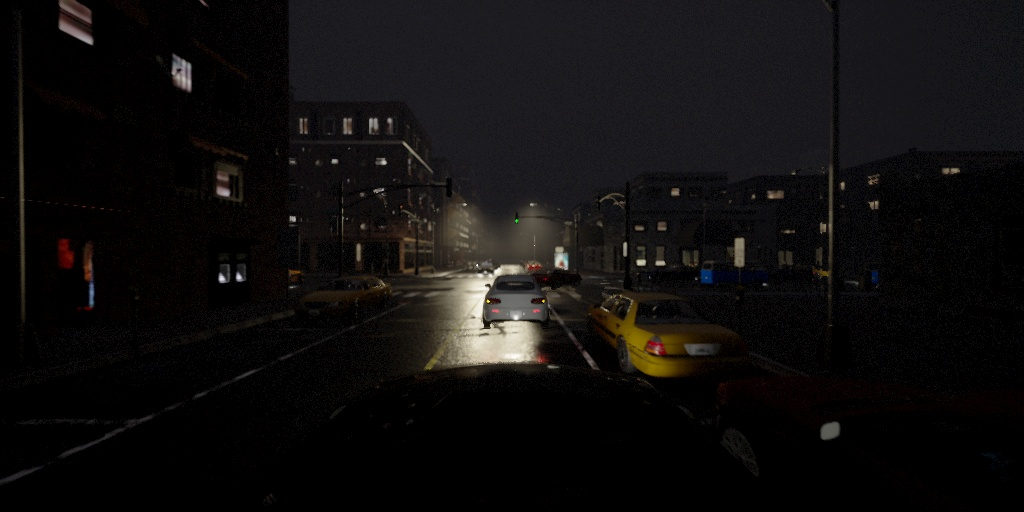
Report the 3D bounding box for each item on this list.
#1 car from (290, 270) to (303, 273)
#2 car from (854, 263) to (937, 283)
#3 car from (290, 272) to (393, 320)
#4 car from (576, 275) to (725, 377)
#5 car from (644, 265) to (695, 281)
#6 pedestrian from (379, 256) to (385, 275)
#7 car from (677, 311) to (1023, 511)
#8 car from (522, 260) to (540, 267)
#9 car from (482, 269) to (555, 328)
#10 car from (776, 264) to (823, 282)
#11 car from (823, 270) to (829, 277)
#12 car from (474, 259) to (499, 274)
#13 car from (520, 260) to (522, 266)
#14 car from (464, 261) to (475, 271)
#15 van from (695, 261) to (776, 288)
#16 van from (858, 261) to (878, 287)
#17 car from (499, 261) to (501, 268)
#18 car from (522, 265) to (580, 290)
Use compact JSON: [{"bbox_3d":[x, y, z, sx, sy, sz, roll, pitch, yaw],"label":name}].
[{"bbox_3d":[-17.749,1.265,26.002,5.008,1.535,1.882,0,0,0],"label":"car"},{"bbox_3d":[31.512,1.388,29.561,4.892,1.490,1.837,0,0,0],"label":"car"},{"bbox_3d":[-5.691,1.300,12.721,1.751,1.417,4.829,0,0,0],"label":"car"},{"bbox_3d":[2.690,1.287,7.360,1.751,1.417,4.829,0,0,0],"label":"car"},{"bbox_3d":[13.491,1.435,29.436,4.718,1.301,1.895,0,0,-1],"label":"car"},{"bbox_3d":[-12.630,0.895,34.775,0.375,1.860,0.375,0,0,0],"label":"pedestrian"},{"bbox_3d":[2.690,1.295,1.493,1.888,1.381,4.507,0,0,0],"label":"car"},{"bbox_3d":[2.692,1.298,45.358,1.967,1.591,4.097,0,0,0],"label":"car"},{"bbox_3d":[0.102,1.296,11.320,1.812,1.442,4.674,0,0,0],"label":"car"},{"bbox_3d":[22.409,1.421,29.499,4.181,1.385,1.994,0,0,0],"label":"car"},{"bbox_3d":[25.485,1.379,32.117,4.829,1.417,1.751,0,0,0],"label":"car"},{"bbox_3d":[-3.097,1.403,44.394,2.033,1.411,5.357,0,0,0],"label":"car"},{"bbox_3d":[2.692,1.477,56.751,1.802,1.307,4.207,0,0,0],"label":"car"},{"bbox_3d":[-5.689,1.426,51.043,2.007,1.370,4.403,0,0,0],"label":"car"},{"bbox_3d":[14.656,1.206,23.656,3.998,1.789,1.690,0,0,0],"label":"van"},{"bbox_3d":[25.700,1.235,23.738,3.998,1.789,1.690,0,0,0],"label":"van"},{"bbox_3d":[-3.078,1.412,54.318,1.812,1.442,4.674,0,0,0],"label":"car"},{"bbox_3d":[2.780,1.432,23.421,1.895,1.301,4.718,0,0,35],"label":"car"}]
